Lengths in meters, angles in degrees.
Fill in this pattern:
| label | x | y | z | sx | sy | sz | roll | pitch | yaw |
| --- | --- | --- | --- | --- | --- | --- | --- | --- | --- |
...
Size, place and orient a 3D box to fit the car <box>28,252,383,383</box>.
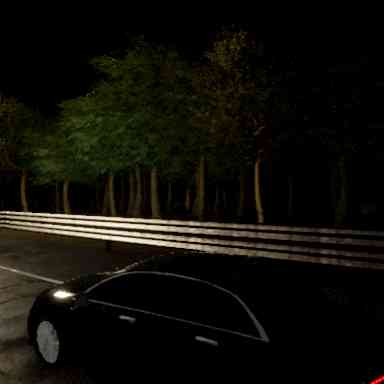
| label | x | y | z | sx | sy | sz | roll | pitch | yaw |
| --- | --- | --- | --- | --- | --- | --- | --- | --- | --- |
| car | -0.133 | 1.534 | 4.145 | 4.892 | 1.490 | 1.837 | -1 | 0 | 36 |
